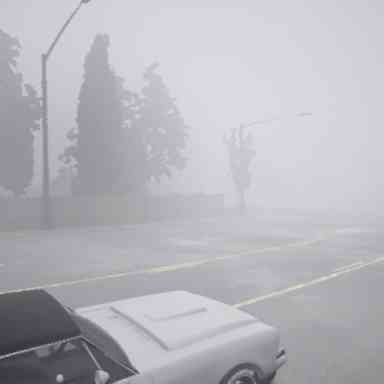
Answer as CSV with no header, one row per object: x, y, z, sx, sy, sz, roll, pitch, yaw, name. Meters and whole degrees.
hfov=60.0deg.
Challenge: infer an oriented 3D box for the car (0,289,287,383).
-1.326,1.614,2.903,4.718,1.301,1.895,0,0,-36,car
